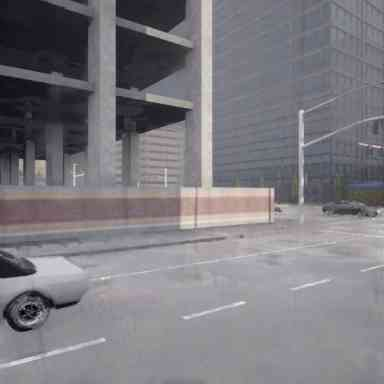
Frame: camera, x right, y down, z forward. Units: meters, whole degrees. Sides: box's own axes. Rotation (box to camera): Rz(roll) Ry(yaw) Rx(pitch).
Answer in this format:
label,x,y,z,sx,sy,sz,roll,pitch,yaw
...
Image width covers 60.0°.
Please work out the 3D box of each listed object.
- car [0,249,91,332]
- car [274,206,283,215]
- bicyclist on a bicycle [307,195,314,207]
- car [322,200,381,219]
label,x,y,z,sx,sy,sz,roll,pitch,yaw
car,-4.218,1.601,5.270,4.718,1.301,1.895,0,0,-35
car,6.512,1.547,33.596,2.033,1.411,5.357,0,0,-36
bicyclist on a bicycle,16.514,1.301,46.176,1.656,1.620,0.582,0,0,-36
car,13.943,1.492,29.315,2.128,1.511,4.902,0,0,-36
